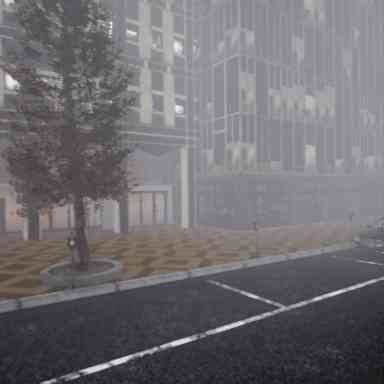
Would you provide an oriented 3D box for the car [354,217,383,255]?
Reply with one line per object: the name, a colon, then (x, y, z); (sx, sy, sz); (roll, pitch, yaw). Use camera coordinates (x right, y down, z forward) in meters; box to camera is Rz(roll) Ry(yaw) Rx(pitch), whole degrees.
car: (7.662, 1.551, 12.194); (4.403, 1.369, 2.008); (0, -1, -36)
